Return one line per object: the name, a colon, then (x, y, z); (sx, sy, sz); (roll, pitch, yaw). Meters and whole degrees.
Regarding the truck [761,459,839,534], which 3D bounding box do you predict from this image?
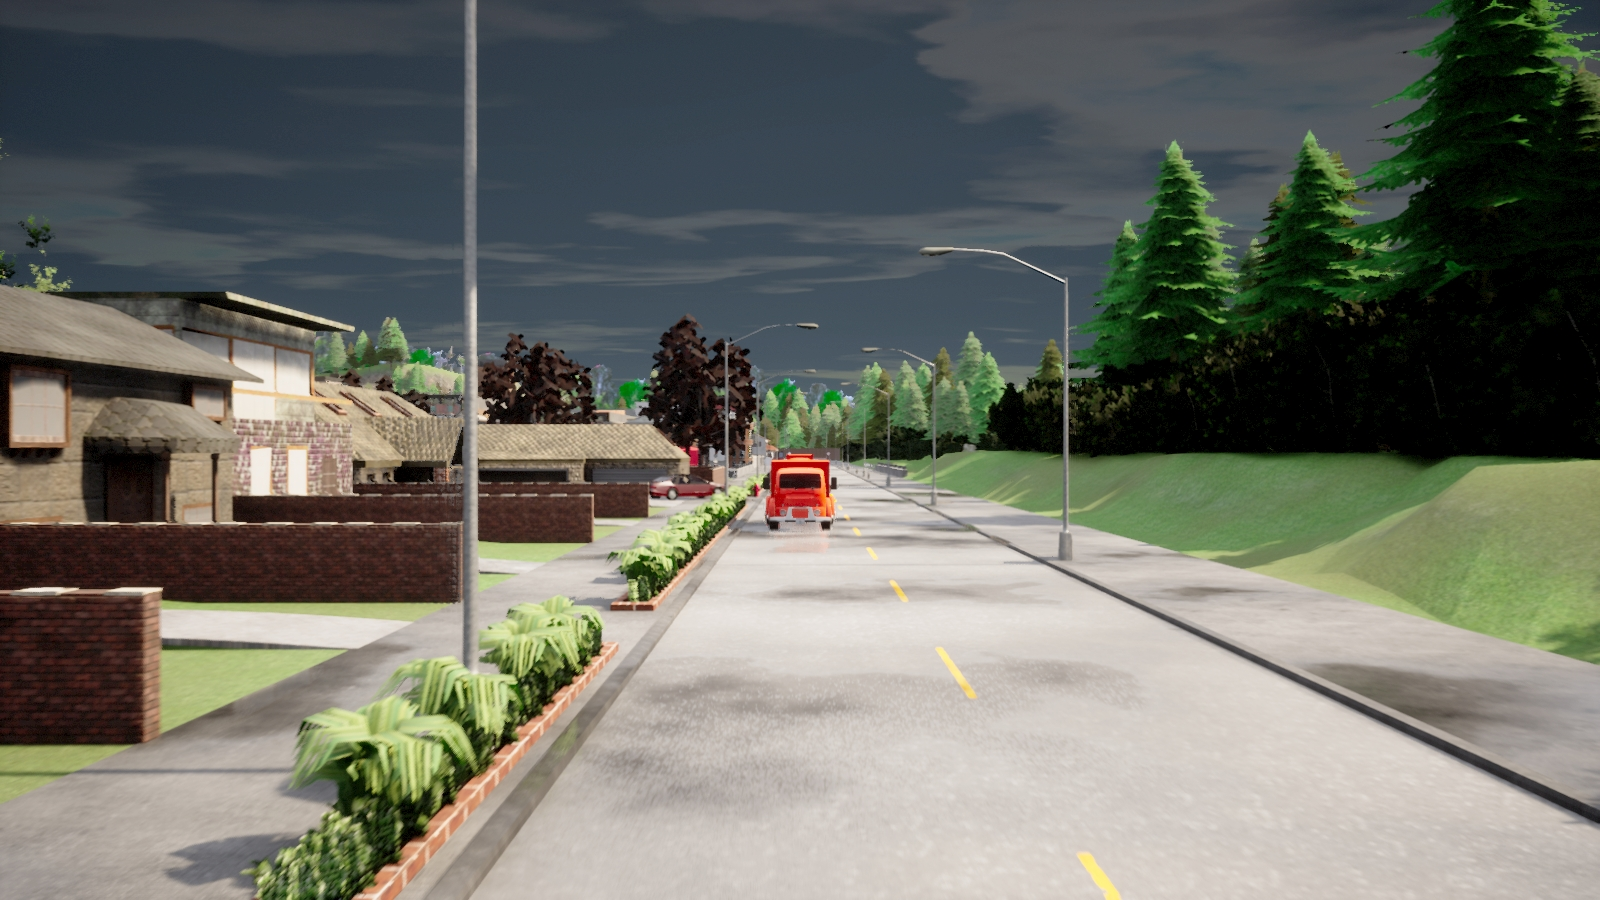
truck: (0.006, 1.568, 40.876); (2.627, 2.467, 5.204); (0, 0, 0)
